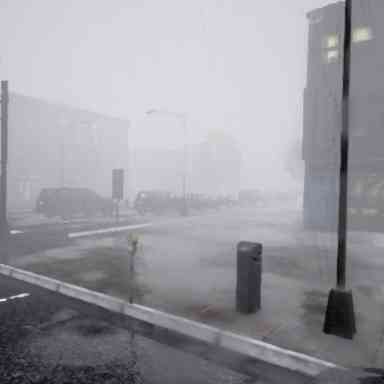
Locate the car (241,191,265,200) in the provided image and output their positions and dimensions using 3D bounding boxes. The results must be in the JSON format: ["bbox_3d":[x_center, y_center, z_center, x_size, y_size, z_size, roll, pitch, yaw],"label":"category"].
[{"bbox_3d":[9.789,0.584,53.292,1.895,1.301,4.718,2,2,35],"label":"car"}]

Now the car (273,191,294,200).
[{"bbox_3d":[15.612,0.587,56.426,1.895,1.301,4.718,2,2,35],"label":"car"}]

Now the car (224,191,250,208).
[{"bbox_3d":[3.986,0.909,34.927,2.008,1.369,4.403,3,2,35],"label":"car"}]

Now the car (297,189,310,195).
[{"bbox_3d":[28.683,-0.004,85.233,2.008,1.369,4.403,3,2,35],"label":"car"}]

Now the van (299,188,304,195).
[{"bbox_3d":[25.529,-0.142,80.671,1.690,1.788,3.998,3,2,35],"label":"van"}]

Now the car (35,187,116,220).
[{"bbox_3d":[-7.767,0.715,22.699,2.150,2.045,5.566,2,2,35],"label":"car"}]

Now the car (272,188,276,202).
[{"bbox_3d":[10.009,0.589,48.246,1.882,1.535,5.008,2,2,35],"label":"car"}]

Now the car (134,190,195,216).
[{"bbox_3d":[-2.326,0.809,25.810,2.192,1.841,5.009,3,2,35],"label":"car"}]

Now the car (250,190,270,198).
[{"bbox_3d":[12.792,0.325,62.321,1.752,1.417,4.829,3,2,35],"label":"car"}]

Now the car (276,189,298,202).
[{"bbox_3d":[13.463,0.718,48.591,1.947,1.339,4.313,3,2,35],"label":"car"}]

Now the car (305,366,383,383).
[{"bbox_3d":[2.322,1.588,1.207,4.313,1.339,1.947,1,1,36],"label":"car"}]

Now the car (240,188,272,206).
[{"bbox_3d":[7.152,0.605,39.474,2.192,1.841,5.009,3,2,35],"label":"car"}]

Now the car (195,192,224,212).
[{"bbox_3d":[0.830,0.866,30.368,1.967,1.590,4.097,3,2,35],"label":"car"}]

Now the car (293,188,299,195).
[{"bbox_3d":[22.368,0.027,76.121,1.967,1.590,4.097,3,2,35],"label":"car"}]

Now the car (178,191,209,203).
[{"bbox_3d":[0.253,0.639,44.244,1.947,1.339,4.313,3,2,35],"label":"car"}]
